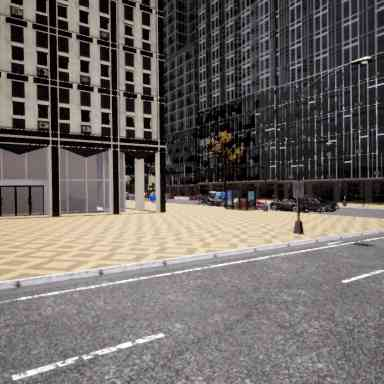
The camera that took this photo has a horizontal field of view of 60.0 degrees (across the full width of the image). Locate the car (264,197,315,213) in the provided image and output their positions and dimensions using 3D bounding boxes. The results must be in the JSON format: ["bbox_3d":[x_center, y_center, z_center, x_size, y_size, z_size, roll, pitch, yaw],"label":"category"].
[{"bbox_3d":[10.158,1.424,34.891,1.947,1.339,4.313,-1,1,-35],"label":"car"}]

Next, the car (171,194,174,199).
[{"bbox_3d":[-5.433,0.936,72.468,1.802,1.307,4.206,0,1,-35],"label":"car"}]

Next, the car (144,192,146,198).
[{"bbox_3d":[-8.661,0.615,77.143,2.192,1.841,5.009,0,1,-35],"label":"car"}]

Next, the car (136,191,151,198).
[{"bbox_3d":[-11.890,0.686,81.822,1.967,1.590,4.097,0,1,-35],"label":"car"}]

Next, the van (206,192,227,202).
[{"bbox_3d":[4.250,0.855,58.431,1.690,1.788,3.998,0,1,-35],"label":"van"}]

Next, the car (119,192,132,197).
[{"bbox_3d":[-18.345,0.688,91.179,2.008,1.369,4.403,0,1,-35],"label":"car"}]

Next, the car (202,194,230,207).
[{"bbox_3d":[3.764,1.319,44.291,1.947,1.339,4.313,0,1,-35],"label":"car"}]

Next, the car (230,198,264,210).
[{"bbox_3d":[6.944,1.388,39.581,1.802,1.307,4.206,0,1,-35],"label":"car"}]

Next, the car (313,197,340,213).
[{"bbox_3d":[13.162,1.332,35.312,1.837,1.490,4.892,-1,1,-35],"label":"car"}]

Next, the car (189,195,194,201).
[{"bbox_3d":[1.023,1.043,63.112,1.802,1.307,4.206,0,1,-35],"label":"car"}]

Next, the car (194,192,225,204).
[{"bbox_3d":[2.842,1.163,50.284,1.837,1.490,4.892,-1,2,-34],"label":"car"}]

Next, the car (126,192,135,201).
[{"bbox_3d":[-12.331,1.039,67.710,2.008,1.369,4.403,0,1,-35],"label":"car"}]

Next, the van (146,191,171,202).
[{"bbox_3d":[-5.875,0.937,58.351,1.690,1.788,3.998,0,1,-35],"label":"van"}]
